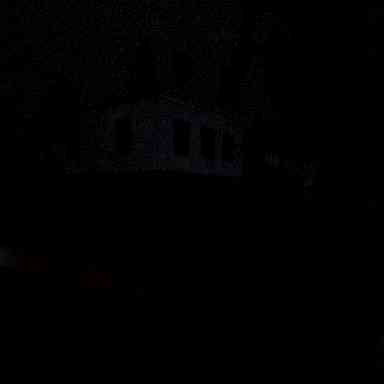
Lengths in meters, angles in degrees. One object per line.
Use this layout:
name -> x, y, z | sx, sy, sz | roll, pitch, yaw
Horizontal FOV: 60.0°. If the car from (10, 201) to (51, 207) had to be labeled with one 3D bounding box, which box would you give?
car -> -14.762, 1.528, 29.228 | 2.033, 1.411, 5.357 | 0, 0, 29
